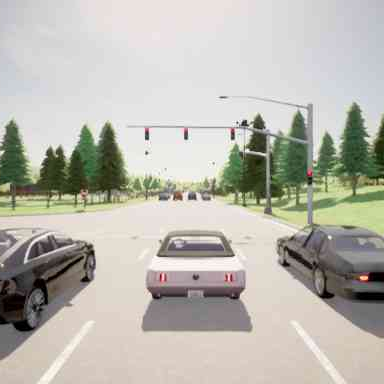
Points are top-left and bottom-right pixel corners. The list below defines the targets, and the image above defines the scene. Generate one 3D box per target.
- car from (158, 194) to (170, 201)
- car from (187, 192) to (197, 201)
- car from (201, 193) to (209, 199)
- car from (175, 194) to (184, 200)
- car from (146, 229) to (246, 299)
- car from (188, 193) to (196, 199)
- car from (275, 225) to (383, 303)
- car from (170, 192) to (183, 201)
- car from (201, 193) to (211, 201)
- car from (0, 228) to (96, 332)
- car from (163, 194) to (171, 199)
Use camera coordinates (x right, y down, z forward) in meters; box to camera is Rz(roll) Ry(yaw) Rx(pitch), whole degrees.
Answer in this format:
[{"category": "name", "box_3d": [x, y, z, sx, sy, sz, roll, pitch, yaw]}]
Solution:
[{"category": "car", "box_3d": [-6.942, 1.250, 81.005, 2.097, 1.767, 4.553, 0, 0, 0]}, {"category": "car", "box_3d": [0.058, 1.119, 80.643, 2.150, 2.045, 5.566, 0, 0, 0]}, {"category": "car", "box_3d": [3.566, 1.078, 91.001, 2.097, 1.767, 4.553, 0, 0, 0]}, {"category": "car", "box_3d": [-3.434, 1.248, 91.036, 2.128, 1.511, 4.902, 0, 0, 0]}, {"category": "car", "box_3d": [0.085, 1.591, 8.343, 1.895, 1.301, 4.718, 0, 0, 0]}, {"category": "car", "box_3d": [0.066, 1.078, 91.003, 2.097, 1.767, 4.553, 0, 0, 0]}, {"category": "car", "box_3d": [3.586, 1.537, 8.369, 2.033, 1.411, 5.357, 0, 0, 0]}, {"category": "car", "box_3d": [-3.442, 1.119, 80.646, 2.150, 2.045, 5.566, 0, 0, 0]}, {"category": "car", "box_3d": [3.558, 1.419, 80.611, 2.128, 1.511, 4.902, 0, 0, 0]}, {"category": "car", "box_3d": [-3.425, 1.483, 6.804, 2.128, 1.511, 4.902, 0, 0, 0]}, {"category": "car", "box_3d": [-6.934, 1.222, 91.039, 1.837, 1.490, 4.892, 0, 0, 0]}]
